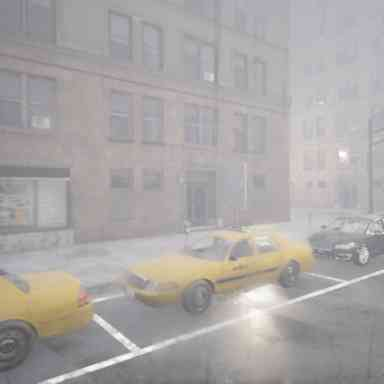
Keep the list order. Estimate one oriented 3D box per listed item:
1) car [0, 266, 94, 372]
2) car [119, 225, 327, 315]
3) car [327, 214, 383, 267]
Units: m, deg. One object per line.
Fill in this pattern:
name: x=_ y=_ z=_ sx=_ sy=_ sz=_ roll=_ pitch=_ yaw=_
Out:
car: x=-3.735 y=1.536 z=4.072 sx=4.829 sy=1.417 sz=1.752 roll=-1 pitch=0 yaw=-37
car: x=0.813 y=1.476 z=7.457 sx=4.829 sy=1.417 sz=1.752 roll=-1 pitch=0 yaw=-37
car: x=5.495 y=1.438 z=10.942 sx=4.403 sy=1.369 sz=2.008 roll=-1 pitch=0 yaw=-37
